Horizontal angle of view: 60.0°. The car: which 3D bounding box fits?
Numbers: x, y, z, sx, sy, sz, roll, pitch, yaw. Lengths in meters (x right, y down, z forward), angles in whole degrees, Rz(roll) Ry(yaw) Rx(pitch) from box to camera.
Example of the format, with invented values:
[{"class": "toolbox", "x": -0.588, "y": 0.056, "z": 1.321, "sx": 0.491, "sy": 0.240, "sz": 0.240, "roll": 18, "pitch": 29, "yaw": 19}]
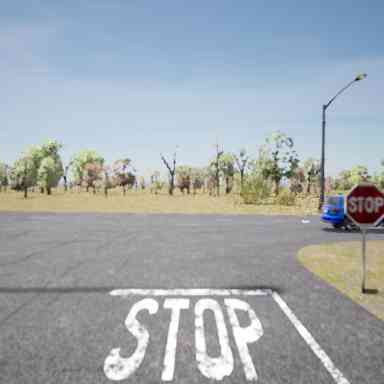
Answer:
[{"class": "car", "x": 10.344, "y": 1.239, "z": 19.141, "sx": 5.566, "sy": 2.045, "sz": 2.150, "roll": 1, "pitch": 1, "yaw": 0}]
